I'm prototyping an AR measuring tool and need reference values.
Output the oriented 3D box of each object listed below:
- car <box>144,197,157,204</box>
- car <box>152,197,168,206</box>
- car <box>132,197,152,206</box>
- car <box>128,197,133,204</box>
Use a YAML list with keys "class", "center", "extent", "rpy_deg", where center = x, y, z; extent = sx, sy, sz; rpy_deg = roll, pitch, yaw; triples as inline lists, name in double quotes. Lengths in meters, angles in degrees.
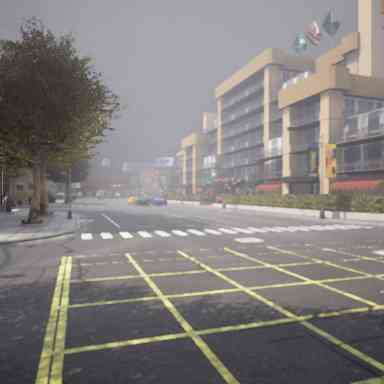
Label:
- class: "car"
  center: [-9.031, 1.806, 71.517]
  extent: [1.837, 1.490, 4.892]
  rpy_deg: [0, 0, -19]
- class: "car"
  center: [-6.020, 1.858, 62.883]
  extent: [1.882, 1.535, 5.008]
  rpy_deg: [0, 0, -19]
- class: "car"
  center: [-9.325, 1.864, 61.730]
  extent: [1.837, 1.490, 4.892]
  rpy_deg: [0, 0, -19]
- class: "car"
  center: [-12.333, 1.761, 70.358]
  extent: [1.882, 1.535, 5.008]
  rpy_deg: [0, 0, -19]
